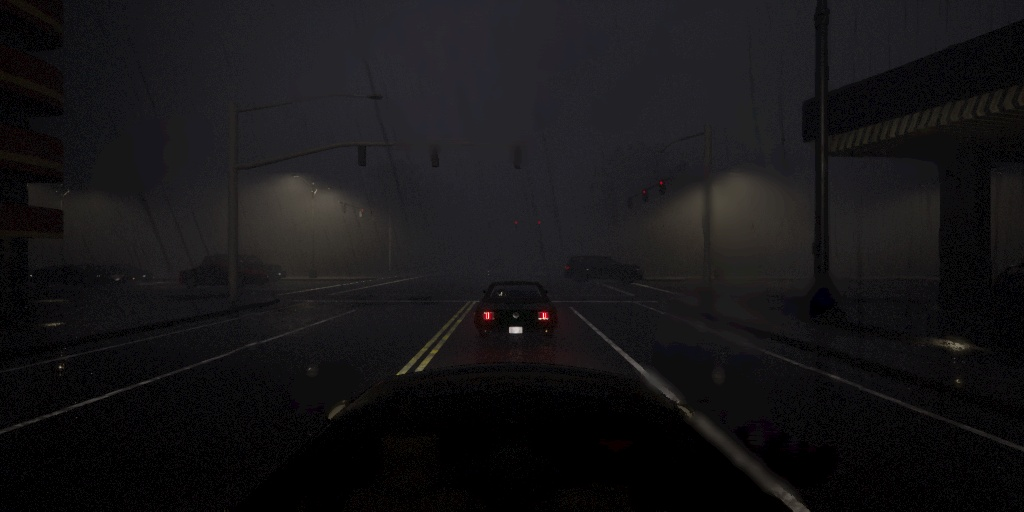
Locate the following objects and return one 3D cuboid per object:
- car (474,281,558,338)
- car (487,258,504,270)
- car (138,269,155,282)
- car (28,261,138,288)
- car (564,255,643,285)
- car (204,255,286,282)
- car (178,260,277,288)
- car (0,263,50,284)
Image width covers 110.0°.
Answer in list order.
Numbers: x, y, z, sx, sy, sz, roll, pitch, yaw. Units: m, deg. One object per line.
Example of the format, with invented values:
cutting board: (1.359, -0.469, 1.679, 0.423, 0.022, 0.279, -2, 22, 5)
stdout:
car: (0.100, 1.351, 10.152, 1.895, 1.301, 4.718, 0, 0, 0)
car: (-2.707, 1.297, 53.871, 2.033, 1.411, 5.357, 0, 0, 1)
car: (-29.300, 1.314, 26.629, 4.181, 1.385, 1.994, 0, 0, 0)
car: (-27.825, 1.241, 23.104, 4.902, 1.511, 2.128, 0, 0, 1)
car: (6.575, 0.971, 26.171, 5.566, 2.045, 2.150, 0, 1, 16)
car: (-19.882, 0.971, 26.475, 5.566, 2.045, 2.150, 0, 0, 1)
car: (-18.322, 1.228, 22.927, 5.008, 1.535, 1.882, 0, 0, 1)
car: (-37.982, 1.276, 26.798, 4.674, 1.442, 1.812, 0, 0, 1)
